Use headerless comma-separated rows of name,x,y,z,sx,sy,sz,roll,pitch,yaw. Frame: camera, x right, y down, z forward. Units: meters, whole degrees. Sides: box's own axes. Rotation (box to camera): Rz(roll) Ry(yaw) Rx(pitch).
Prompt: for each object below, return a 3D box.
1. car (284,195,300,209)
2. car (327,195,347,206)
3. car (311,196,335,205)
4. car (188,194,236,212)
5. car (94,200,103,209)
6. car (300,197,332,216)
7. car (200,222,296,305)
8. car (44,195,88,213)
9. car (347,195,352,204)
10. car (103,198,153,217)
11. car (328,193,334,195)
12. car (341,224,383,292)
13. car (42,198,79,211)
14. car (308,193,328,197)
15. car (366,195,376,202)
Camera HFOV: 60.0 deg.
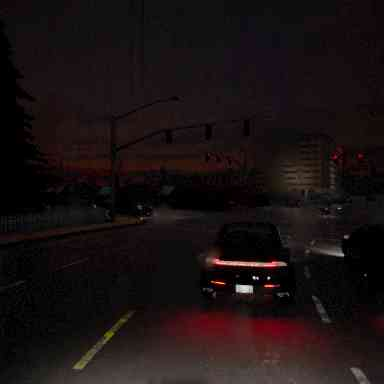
car,14.496,1.526,46.922,1.812,1.442,4.674,0,0,32
car,24.609,1.601,56.630,1.895,1.301,4.718,0,0,32
car,17.818,1.601,45.645,1.895,1.301,4.718,0,0,32
car,2.368,1.276,39.006,5.566,2.045,2.150,0,1,21
car,-9.057,1.547,38.087,4.902,1.511,2.128,0,0,32
car,12.596,1.570,34.053,1.812,1.442,4.674,0,0,10
car,1.436,1.492,8.223,2.128,1.511,4.902,0,0,12
car,-14.090,1.277,37.100,5.566,2.045,2.150,0,0,32
car,30.154,1.355,65.526,2.097,1.767,4.553,0,0,32
car,-5.962,1.407,32.022,4.553,1.767,2.097,0,0,32
car,28.215,1.225,69.054,2.150,2.045,5.566,0,0,32
car,5.188,1.547,8.593,2.033,1.411,5.357,0,0,16
car,-17.098,1.533,43.116,5.008,1.535,1.882,0,0,32
car,22.190,1.223,59.365,2.150,2.045,5.566,0,0,32
car,42.727,1.525,79.294,2.128,1.511,4.902,0,0,32
